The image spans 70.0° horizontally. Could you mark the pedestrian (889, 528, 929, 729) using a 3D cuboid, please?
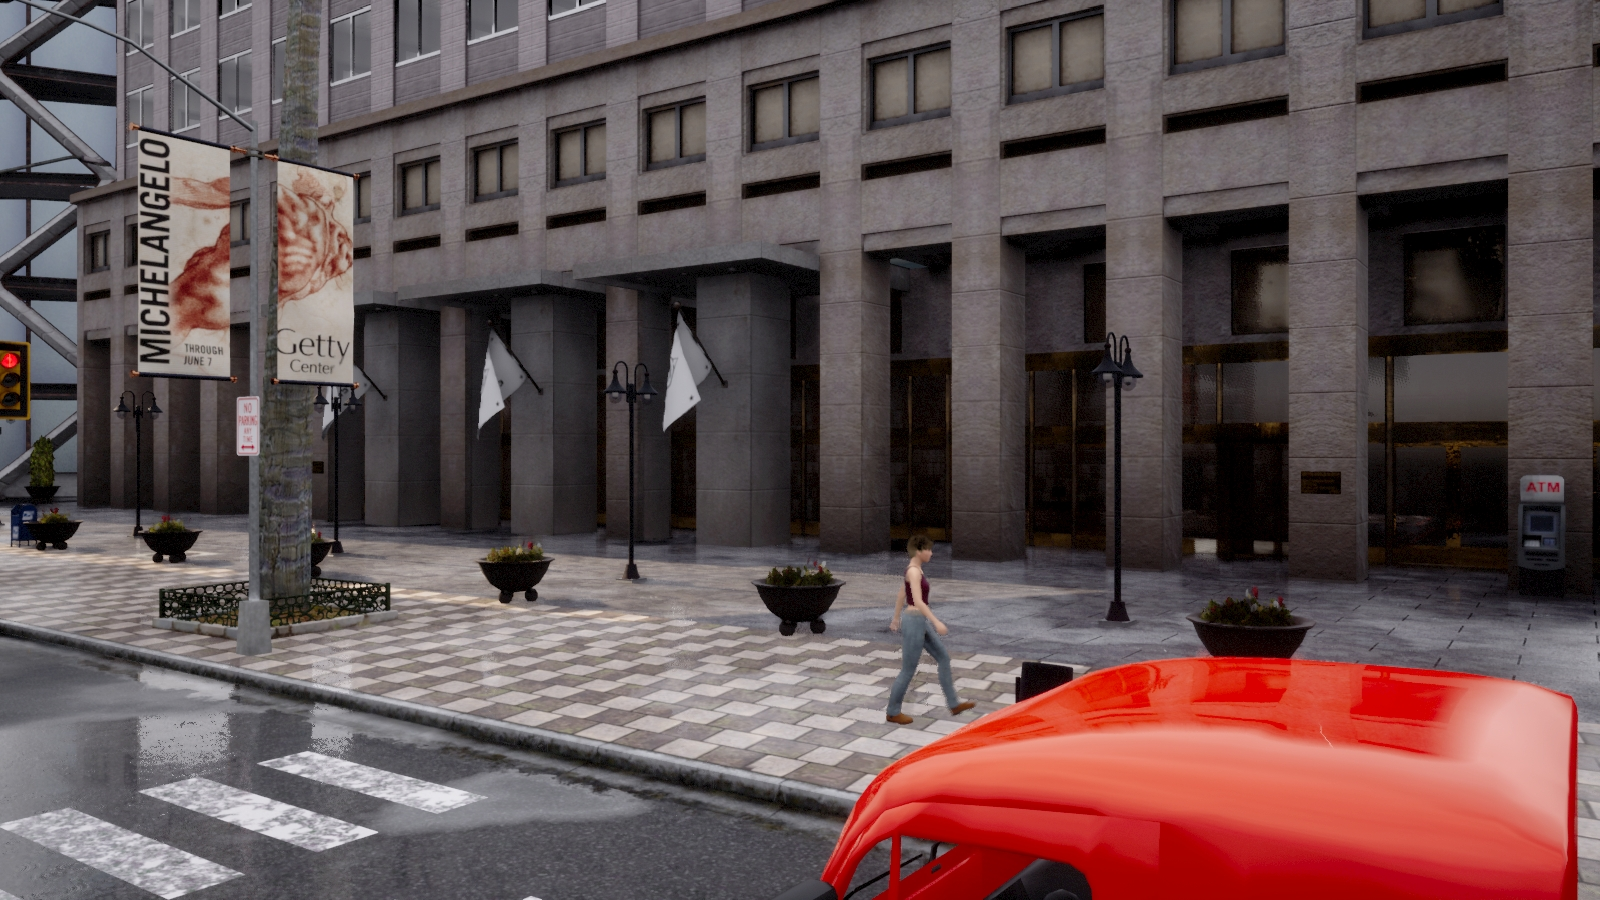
[{"bbox_3d":[1.048,1.695,10.960,0.375,1.860,0.375,0,0,7],"label":"pedestrian"}]

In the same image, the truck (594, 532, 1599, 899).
[{"bbox_3d":[2.439,1.568,2.094,5.204,2.467,2.627,0,0,35],"label":"truck"}]
